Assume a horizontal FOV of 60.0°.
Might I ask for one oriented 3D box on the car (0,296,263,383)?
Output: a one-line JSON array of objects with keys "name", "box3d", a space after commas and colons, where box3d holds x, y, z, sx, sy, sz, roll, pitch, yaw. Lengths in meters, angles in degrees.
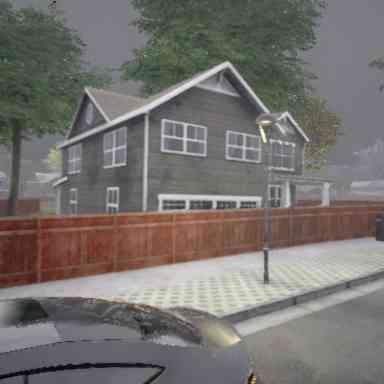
[{"name": "car", "box3d": [-1.564, 1.524, 1.945, 4.674, 1.442, 1.812, 0, 0, -35]}]
